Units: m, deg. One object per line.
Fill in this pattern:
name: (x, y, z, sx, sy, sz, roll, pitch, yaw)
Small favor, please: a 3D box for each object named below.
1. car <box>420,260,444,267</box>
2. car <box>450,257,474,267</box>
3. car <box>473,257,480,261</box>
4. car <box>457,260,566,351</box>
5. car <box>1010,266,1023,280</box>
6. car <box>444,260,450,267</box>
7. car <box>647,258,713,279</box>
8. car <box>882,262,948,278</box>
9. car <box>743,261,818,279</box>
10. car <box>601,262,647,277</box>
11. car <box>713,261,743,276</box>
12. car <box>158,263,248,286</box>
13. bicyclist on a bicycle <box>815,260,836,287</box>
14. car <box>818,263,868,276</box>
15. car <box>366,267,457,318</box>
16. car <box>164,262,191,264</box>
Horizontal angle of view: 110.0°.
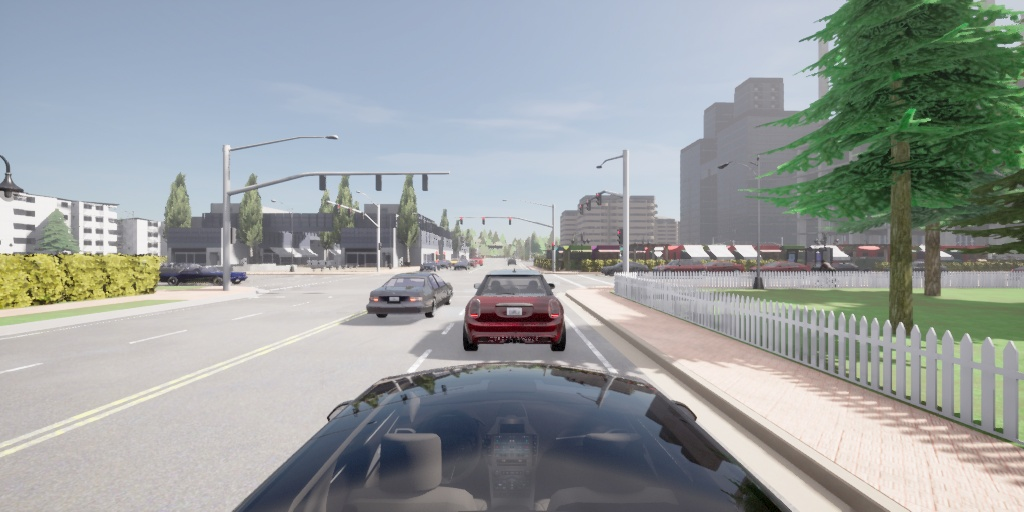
car: (-10.624, 1.314, 46.922, 1.994, 1.385, 4.181, 0, 0, 1)
car: (-7.094, 1.297, 51.442, 2.033, 1.411, 5.357, 0, 0, 0)
car: (-7.079, 1.351, 61.025, 1.895, 1.301, 4.718, 0, 0, 0)
car: (0.064, 1.102, 9.128, 2.097, 1.767, 4.553, 0, 0, 0)
car: (43.879, 1.314, 29.433, 4.181, 1.385, 1.994, 0, 0, -3)
car: (-10.596, 1.297, 56.165, 2.033, 1.411, 5.357, 0, 0, 0)
car: (15.079, 1.102, 32.376, 4.553, 1.767, 2.097, 0, 0, -1)
car: (36.919, 1.255, 32.909, 4.892, 1.490, 1.837, 0, 0, -1)
car: (24.292, 1.228, 32.606, 5.008, 1.535, 1.882, 0, 0, -1)
car: (11.231, 1.276, 35.763, 4.674, 1.442, 1.812, 0, 0, -1)
car: (20.555, 1.228, 36.017, 5.008, 1.535, 1.882, 0, 0, -1)
car: (-20.881, 1.351, 24.378, 4.718, 1.301, 1.895, 0, 0, -1)
bicyclist on a bicycle: (18.791, 1.052, 21.483, 0.582, 1.620, 1.656, 0, 0, -1)
car: (32.948, 1.351, 36.322, 4.718, 1.301, 1.895, 0, 0, -1)
car: (-3.418, 1.297, 12.963, 2.033, 1.411, 5.357, 0, 0, 0)
car: (-25.390, 1.242, 27.774, 4.902, 1.511, 2.128, 0, 0, -2)
